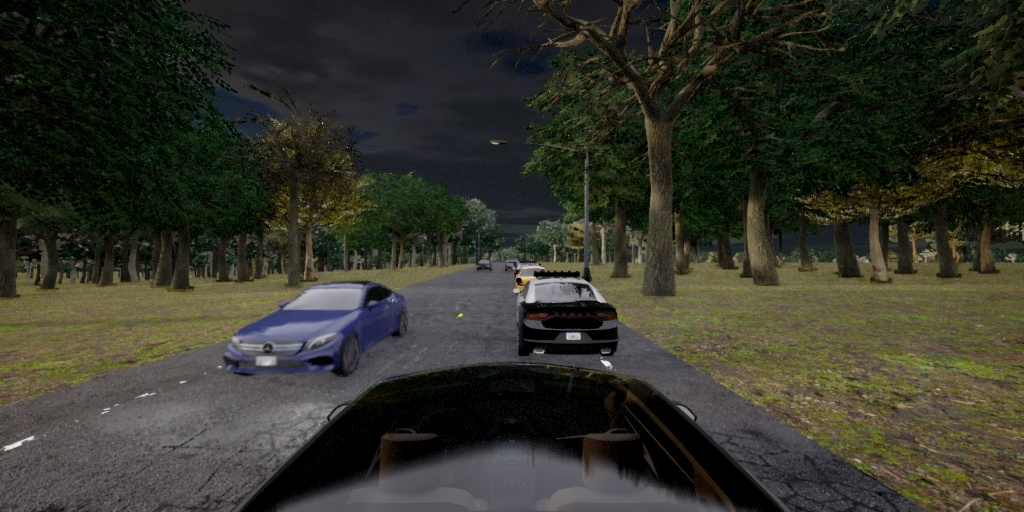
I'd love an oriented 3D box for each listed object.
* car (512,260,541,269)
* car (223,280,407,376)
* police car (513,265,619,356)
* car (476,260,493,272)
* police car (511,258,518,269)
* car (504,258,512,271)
[{"bbox_3d":[1.076,1.192,18.833,1.801,1.575,5.366,0,0,0],"label":"car"},{"bbox_3d":[-3.592,1.275,7.573,1.812,1.442,4.674,0,0,0],"label":"car"},{"bbox_3d":[1.062,1.174,8.749,1.930,1.638,5.238,0,0,0],"label":"police car"},{"bbox_3d":[-3.436,1.189,45.182,2.033,1.411,5.357,0,0,0],"label":"car"},{"bbox_3d":[1.085,1.148,24.753,1.930,1.638,5.238,0,0,0],"label":"police car"},{"bbox_3d":[0.085,1.130,45.961,2.128,1.511,4.902,0,0,1],"label":"car"}]
